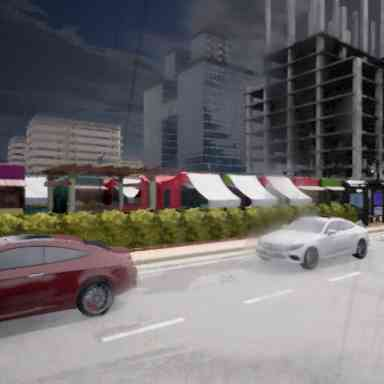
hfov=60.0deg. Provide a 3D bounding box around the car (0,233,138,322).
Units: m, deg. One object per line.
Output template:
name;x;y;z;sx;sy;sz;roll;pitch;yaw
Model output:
car;-3.264;1.529;5.993;4.674;1.442;1.812;0;0;-34

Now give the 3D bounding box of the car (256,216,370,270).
car;4.242;1.563;11.318;4.674;1.442;1.812;0;0;-35
